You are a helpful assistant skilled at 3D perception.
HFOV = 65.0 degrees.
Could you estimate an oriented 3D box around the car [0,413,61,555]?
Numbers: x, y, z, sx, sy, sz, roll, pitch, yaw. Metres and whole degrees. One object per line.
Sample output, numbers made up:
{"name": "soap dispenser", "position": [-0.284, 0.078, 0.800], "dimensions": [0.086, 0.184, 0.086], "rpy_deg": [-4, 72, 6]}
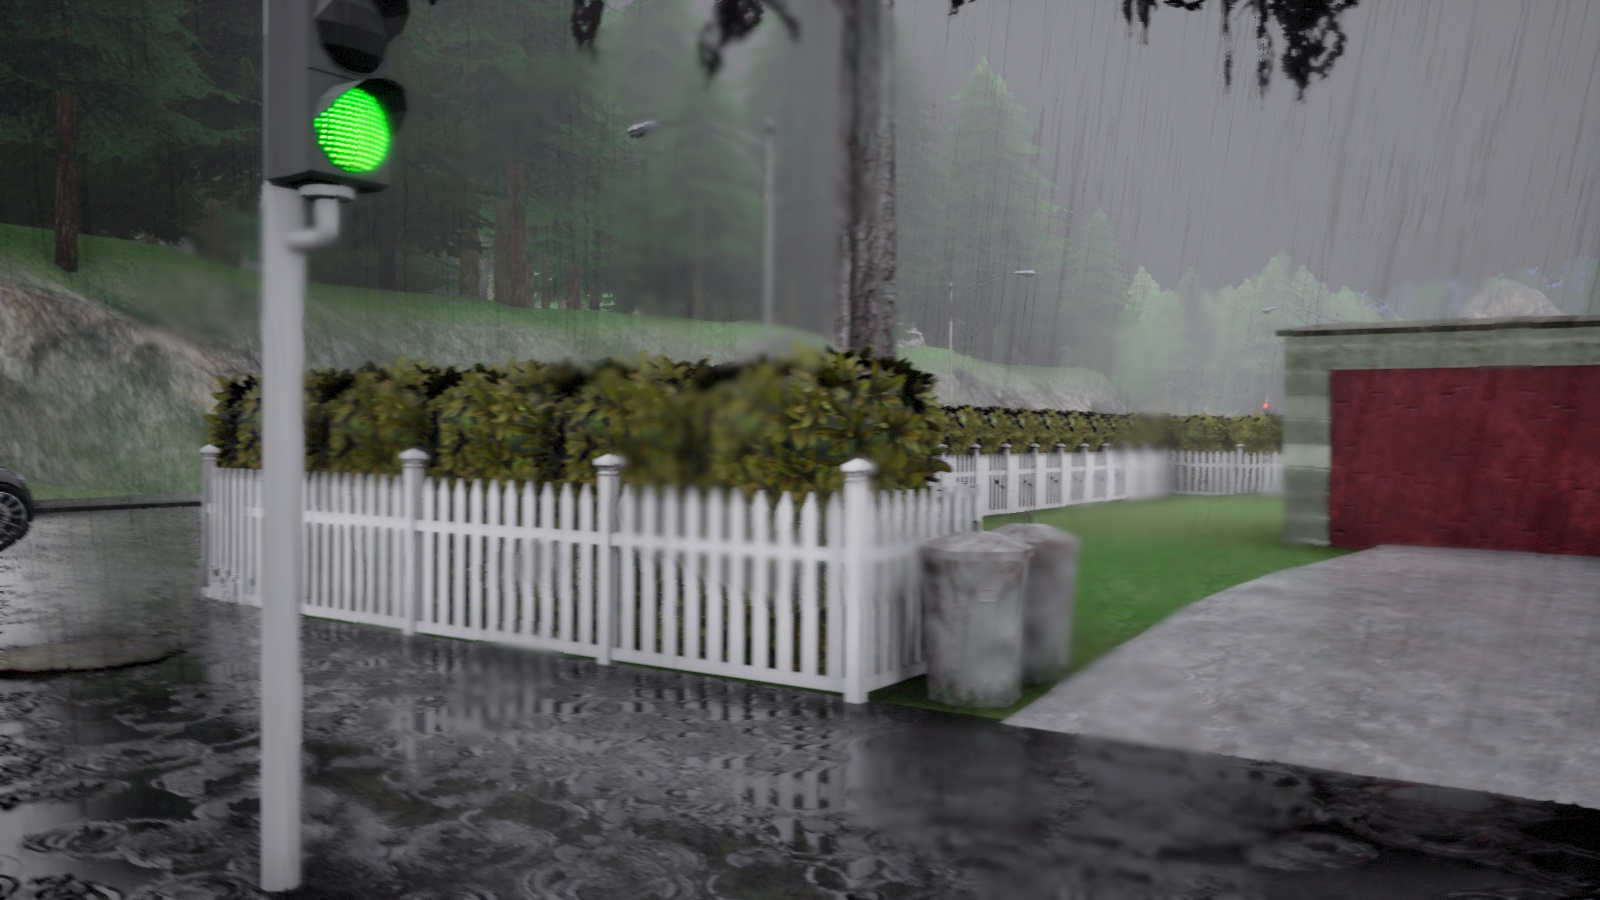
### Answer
{"name": "car", "position": [-10.672, 0.426, 13.205], "dimensions": [2.152, 1.651, 5.027], "rpy_deg": [-1, 1, 12]}
